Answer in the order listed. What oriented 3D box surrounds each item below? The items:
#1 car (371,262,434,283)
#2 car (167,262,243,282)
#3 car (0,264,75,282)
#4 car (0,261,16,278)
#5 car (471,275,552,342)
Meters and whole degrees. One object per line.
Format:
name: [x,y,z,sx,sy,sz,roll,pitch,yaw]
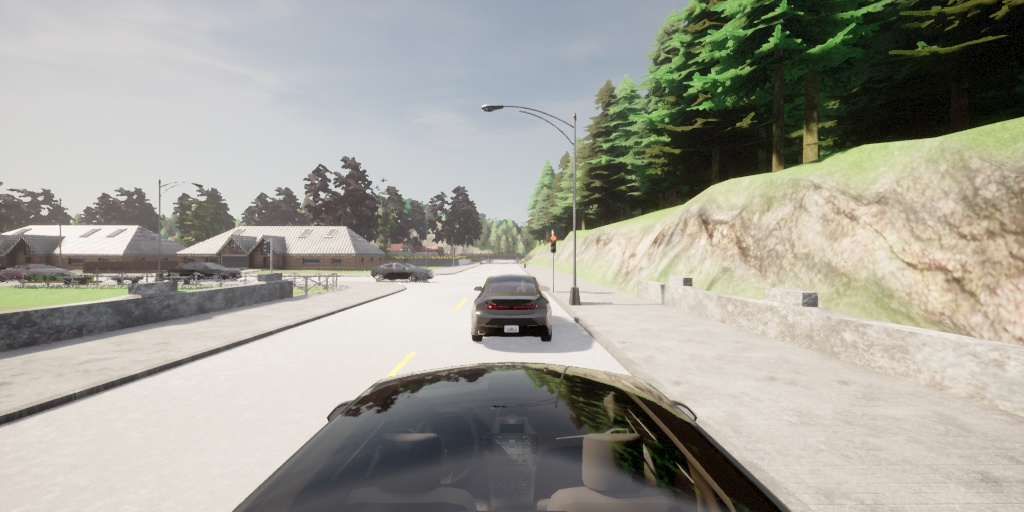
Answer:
car: [-8.335,1.243,27.350,4.902,1.511,2.128,0,0,17]
car: [-23.978,1.228,28.121,5.008,1.535,1.882,0,0,0]
car: [-37.083,1.314,28.014,4.181,1.385,1.994,0,0,0]
car: [-48.132,1.228,32.056,5.008,1.535,1.882,0,0,0]
car: [-0.009,1.255,9.801,1.837,1.490,4.892,0,0,0]
